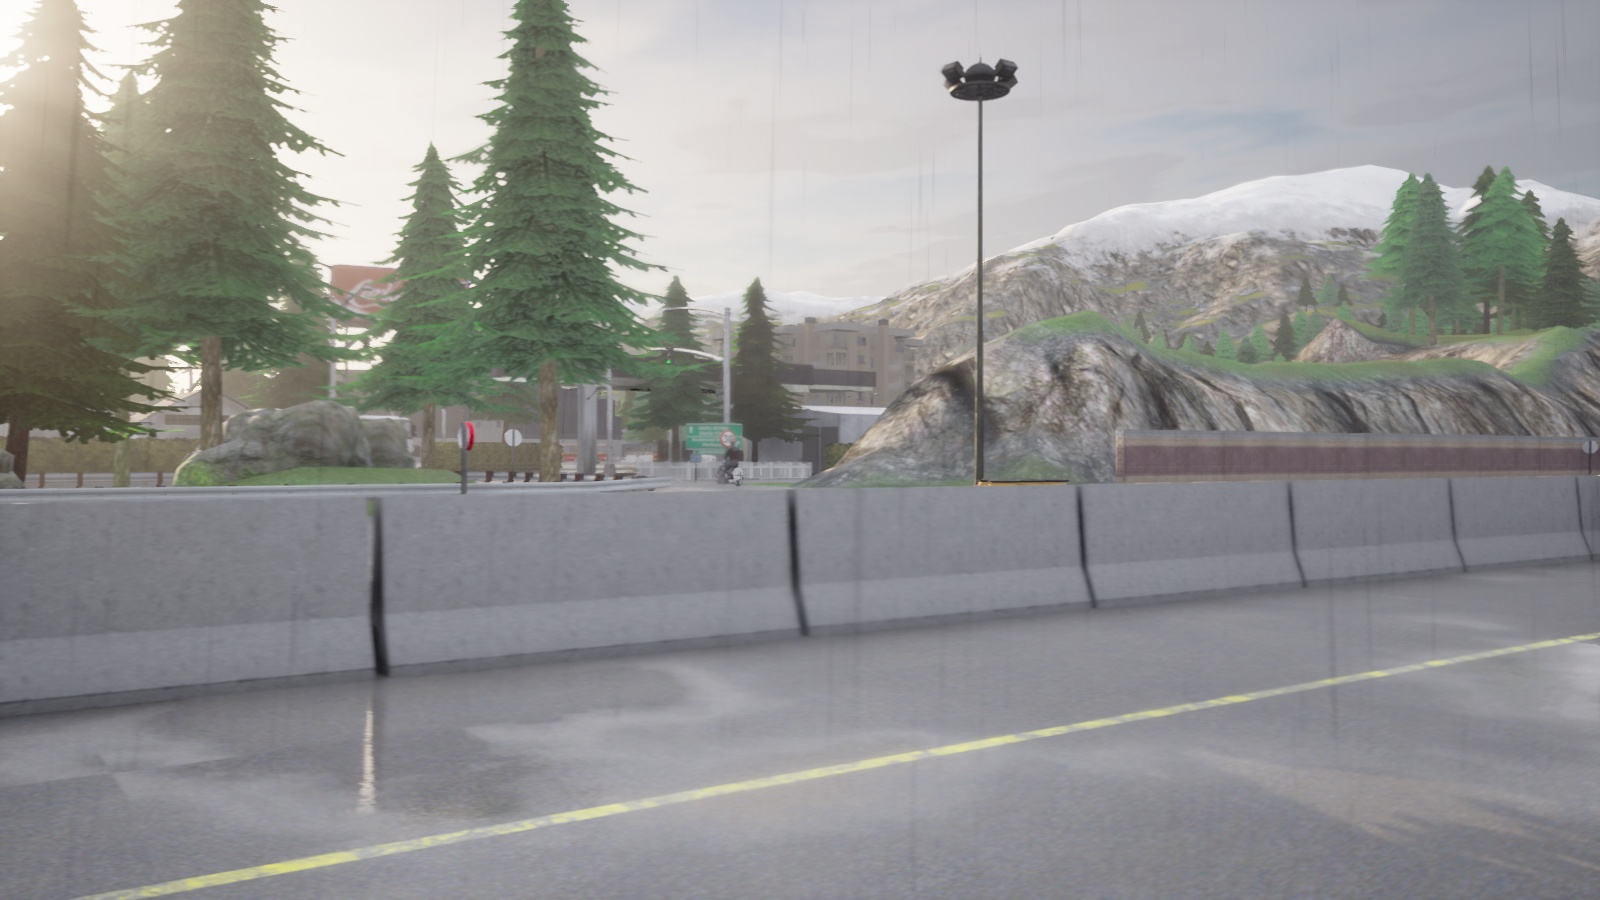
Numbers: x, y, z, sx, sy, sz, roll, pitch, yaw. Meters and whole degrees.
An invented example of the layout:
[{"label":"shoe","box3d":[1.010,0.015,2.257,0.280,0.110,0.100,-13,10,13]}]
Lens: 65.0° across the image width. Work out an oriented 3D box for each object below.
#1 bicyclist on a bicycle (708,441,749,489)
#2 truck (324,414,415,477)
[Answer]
[{"label":"bicyclist on a bicycle","box3d":[-2.727,0.541,47.463,0.659,1.776,1.843,0,0,-36]},{"label":"truck","box3d":[-25.228,-0.182,73.356,2.891,3.462,7.936,0,-1,-35]}]
